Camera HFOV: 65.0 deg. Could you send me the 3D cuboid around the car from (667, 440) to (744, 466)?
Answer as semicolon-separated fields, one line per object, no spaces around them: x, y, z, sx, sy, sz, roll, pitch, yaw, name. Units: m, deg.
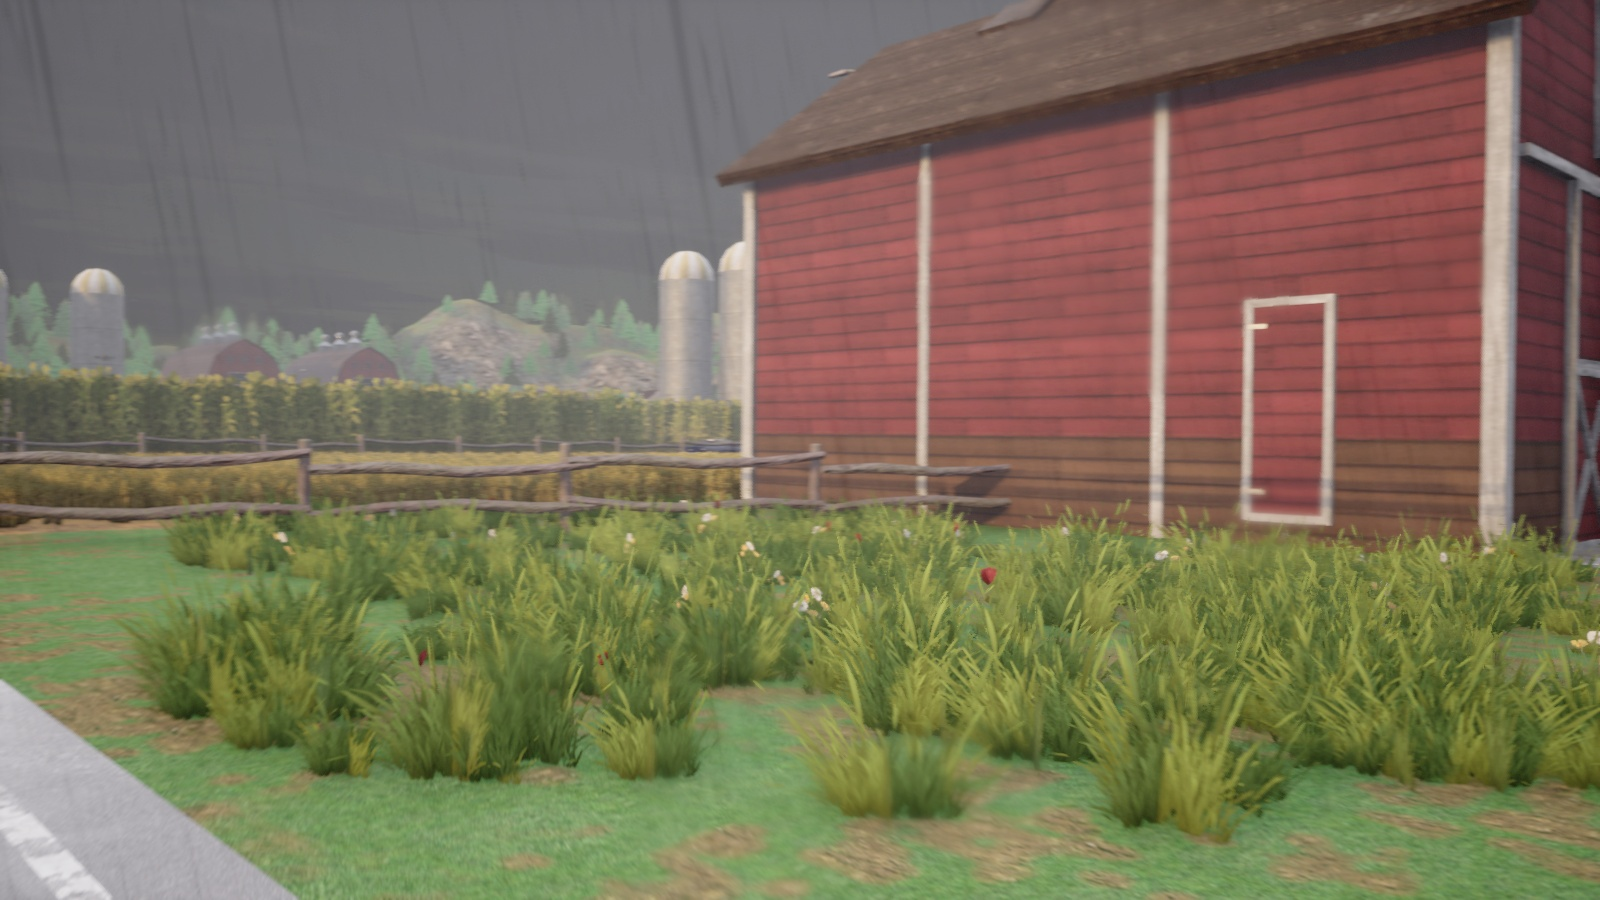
-4.926;0.134;66.165;1.895;1.301;4.718;0;1;25;car
